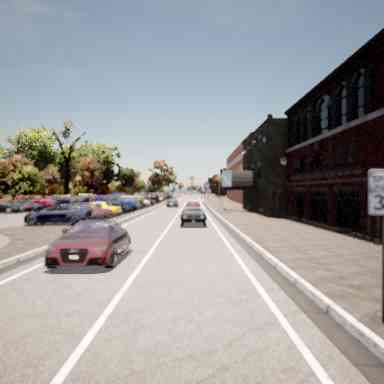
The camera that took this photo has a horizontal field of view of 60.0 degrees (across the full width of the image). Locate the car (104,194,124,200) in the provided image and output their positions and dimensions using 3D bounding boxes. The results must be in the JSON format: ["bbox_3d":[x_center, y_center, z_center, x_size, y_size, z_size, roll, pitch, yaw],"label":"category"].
[{"bbox_3d":[-21.530,1.406,91.616,4.892,1.521,2.231,0,1,0],"label":"car"}]

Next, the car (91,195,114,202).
[{"bbox_3d":[-21.610,1.514,80.197,5.008,1.535,2.097,0,1,0],"label":"car"}]

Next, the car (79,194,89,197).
[{"bbox_3d":[-21.703,1.577,60.432,4.553,1.767,2.185,0,1,0],"label":"car"}]

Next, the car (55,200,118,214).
[{"bbox_3d":[-9.363,1.665,29.432,4.674,1.452,2.002,0,0,0],"label":"car"}]

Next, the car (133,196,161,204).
[{"bbox_3d":[-9.294,1.619,69.013,5.366,1.575,1.946,0,1,0],"label":"car"}]

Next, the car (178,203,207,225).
[{"bbox_3d":[0.107,1.794,25.586,1.895,1.301,4.718,0,0,0],"label":"car"}]

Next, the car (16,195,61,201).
[{"bbox_3d":[-21.801,1.507,46.296,5.566,2.045,2.435,0,0,0],"label":"car"}]

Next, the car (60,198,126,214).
[{"bbox_3d":[-9.528,1.645,32.259,5.366,1.575,1.946,0,0,0],"label":"car"}]

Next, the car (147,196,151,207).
[{"bbox_3d":[-9.219,1.819,52.050,4.674,1.452,2.002,0,1,0],"label":"car"}]

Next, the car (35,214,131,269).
[{"bbox_3d":[-3.348,1.665,11.412,1.994,1.385,4.181,0,0,0],"label":"car"}]

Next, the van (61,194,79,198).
[{"bbox_3d":[-21.652,1.530,54.907,4.442,1.987,1.878,0,1,0],"label":"van"}]

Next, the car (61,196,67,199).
[{"bbox_3d":[-21.805,1.777,49.129,5.008,1.535,2.097,0,-1,0],"label":"car"}]

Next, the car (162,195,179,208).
[{"bbox_3d":[-3.196,1.746,54.254,2.128,1.511,4.902,0,0,1],"label":"car"}]

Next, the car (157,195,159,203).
[{"bbox_3d":[-9.147,1.716,63.361,4.674,1.452,2.002,0,1,0],"label":"car"}]

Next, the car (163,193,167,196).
[{"bbox_3d":[-8.887,1.565,74.662,5.366,1.575,1.946,0,1,0],"label":"car"}]

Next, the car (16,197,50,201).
[{"bbox_3d":[-21.818,1.765,43.470,4.792,1.488,2.163,0,0,0],"label":"car"}]

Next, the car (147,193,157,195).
[{"bbox_3d":[-9.194,1.578,60.534,4.553,1.767,2.185,0,1,0],"label":"car"}]

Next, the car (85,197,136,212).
[{"bbox_3d":[-9.312,1.693,37.909,5.008,1.535,2.097,0,0,0],"label":"car"}]

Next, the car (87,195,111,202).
[{"bbox_3d":[-21.619,1.541,77.374,5.008,1.535,2.097,0,1,0],"label":"car"}]

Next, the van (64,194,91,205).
[{"bbox_3d":[-21.832,1.449,63.379,4.442,1.987,1.878,0,1,0],"label":"van"}]

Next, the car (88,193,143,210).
[{"bbox_3d":[-9.260,1.465,40.737,5.566,2.045,2.435,0,0,0],"label":"car"}]

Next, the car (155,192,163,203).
[{"bbox_3d":[-9.155,1.398,66.184,5.566,2.045,2.435,0,1,0],"label":"car"}]

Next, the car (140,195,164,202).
[{"bbox_3d":[-9.240,1.538,77.490,5.366,1.575,1.946,0,1,0],"label":"car"}]

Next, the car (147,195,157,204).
[{"bbox_3d":[-9.175,1.730,57.710,5.008,1.535,2.097,0,1,0],"label":"car"}]

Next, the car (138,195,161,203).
[{"bbox_3d":[-9.122,1.470,71.837,4.553,1.767,2.185,0,1,0],"label":"car"}]

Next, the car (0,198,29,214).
[{"bbox_3d":[-21.891,1.692,37.948,4.892,1.521,2.231,0,0,0],"label":"car"}]

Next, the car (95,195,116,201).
[{"bbox_3d":[-21.616,1.515,83.145,4.792,1.488,2.163,0,1,0],"label":"car"}]

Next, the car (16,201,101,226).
[{"bbox_3d":[-9.425,1.609,23.781,4.792,1.488,2.163,0,0,0],"label":"car"}]

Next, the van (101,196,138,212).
[{"bbox_3d":[-9.387,1.513,43.563,4.442,1.987,1.878,0,0,0],"label":"van"}]

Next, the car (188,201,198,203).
[{"bbox_3d":[0.149,1.823,41.432,1.994,1.385,4.181,0,0,0],"label":"car"}]

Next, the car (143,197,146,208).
[{"bbox_3d":[-9.255,1.802,46.385,4.674,1.452,2.002,0,0,0],"label":"car"}]

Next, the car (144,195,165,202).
[{"bbox_3d":[-9.034,1.555,80.314,4.674,1.452,2.002,0,1,0],"label":"car"}]

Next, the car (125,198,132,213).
[{"bbox_3d":[-9.319,1.670,35.085,5.008,1.535,2.097,0,0,0],"label":"car"}]

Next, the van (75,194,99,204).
[{"bbox_3d":[-21.793,1.395,69.029,4.442,1.987,1.878,0,0,0],"label":"van"}]

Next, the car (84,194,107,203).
[{"bbox_3d":[-21.672,1.442,74.549,4.553,1.767,2.185,0,1,0],"label":"car"}]

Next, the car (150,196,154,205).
[{"bbox_3d":[-9.196,1.797,54.885,4.674,1.452,2.002,0,1,0],"label":"car"}]

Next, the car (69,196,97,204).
[{"bbox_3d":[-21.702,1.649,66.205,4.892,1.521,2.231,0,1,0],"label":"car"}]

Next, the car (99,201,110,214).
[{"bbox_3d":[-9.381,1.642,26.607,4.674,1.452,2.002,0,0,0],"label":"car"}]

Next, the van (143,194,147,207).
[{"bbox_3d":[-9.352,1.554,49.093,4.442,1.987,1.878,0,0,0],"label":"van"}]

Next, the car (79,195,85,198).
[{"bbox_3d":[-21.784,1.758,57.736,4.792,1.488,2.163,0,1,0],"label":"car"}]

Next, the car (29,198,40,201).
[{"bbox_3d":[-21.837,1.742,40.646,4.792,1.488,2.163,0,0,0],"label":"car"}]
